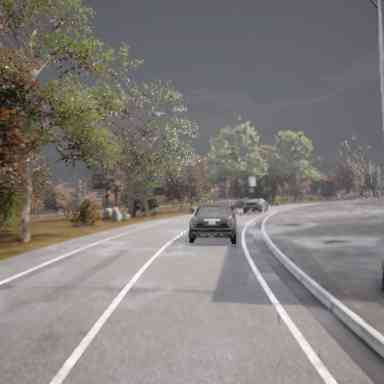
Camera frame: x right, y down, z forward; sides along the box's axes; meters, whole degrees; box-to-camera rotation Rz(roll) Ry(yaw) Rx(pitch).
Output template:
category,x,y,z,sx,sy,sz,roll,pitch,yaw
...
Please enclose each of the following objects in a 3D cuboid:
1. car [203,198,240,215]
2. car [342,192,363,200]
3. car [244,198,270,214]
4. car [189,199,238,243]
category,x,y,z,sx,sy,sz,roll,pitch,yaw
car,3.169,1.519,34.698,2.128,1.511,4.902,-3,-1,26
car,30.894,0.748,64.099,4.902,1.511,2.128,-3,-3,-32
car,6.643,1.387,34.016,1.837,1.490,4.892,-3,-1,25
car,1.134,1.328,16.239,2.097,1.767,4.553,-1,0,8
